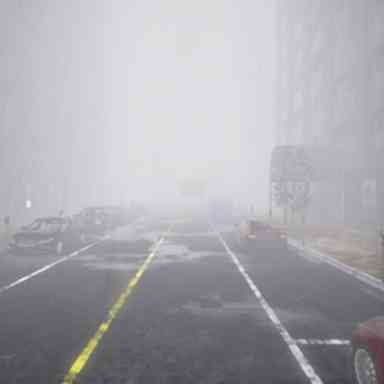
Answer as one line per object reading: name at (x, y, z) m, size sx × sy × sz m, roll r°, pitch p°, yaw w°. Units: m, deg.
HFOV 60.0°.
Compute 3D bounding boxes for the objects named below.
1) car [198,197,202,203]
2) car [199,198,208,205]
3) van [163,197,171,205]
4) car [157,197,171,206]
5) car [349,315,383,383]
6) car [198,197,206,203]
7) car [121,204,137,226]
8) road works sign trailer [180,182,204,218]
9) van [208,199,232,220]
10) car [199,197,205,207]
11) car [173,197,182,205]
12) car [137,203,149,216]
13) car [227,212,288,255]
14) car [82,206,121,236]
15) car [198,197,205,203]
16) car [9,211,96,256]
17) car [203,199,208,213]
car at (2.667, 2.125, 70.538) m, size 2.008 × 1.369 × 4.403 m, roll 0°, pitch 0°, yaw 0°
car at (2.665, 2.164, 76.230) m, size 2.008 × 1.369 × 4.403 m, roll 0°, pitch 0°, yaw 0°
van at (-5.715, 1.955, 76.233) m, size 1.690 × 1.788 × 3.998 m, roll 0°, pitch 0°, yaw 0°
car at (-5.712, 2.083, 64.847) m, size 2.008 × 1.369 × 4.403 m, roll 0°, pitch 0°, yaw 0°
car at (2.689, 1.604, 2.229) m, size 1.802 × 1.307 × 4.206 m, roll 0°, pitch -1°, yaw 0°
car at (2.661, 2.128, 87.616) m, size 1.967 × 1.590 × 4.097 m, roll 0°, pitch 0°, yaw 0°
car at (-5.699, 1.766, 25.000) m, size 2.008 × 1.369 × 4.403 m, roll 0°, pitch 0°, yaw 0°
road works sign trailer at (-0.012, 0.749, 33.719) m, size 2.380 × 3.560 × 2.880 m, roll 0°, pitch 0°, yaw 0°
van at (2.680, 1.602, 30.695) m, size 1.690 × 1.788 × 3.998 m, roll 0°, pitch 0°, yaw 0°
car at (2.670, 2.070, 59.153) m, size 1.802 × 1.307 × 4.206 m, roll 0°, pitch 0°, yaw 0°
car at (-3.024, 1.934, 71.726) m, size 2.097 × 1.767 × 4.553 m, roll 0°, pitch 0°, yaw 0°
car at (-5.703, 1.888, 36.384) m, size 1.802 × 1.307 × 4.206 m, roll 0°, pitch 0°, yaw 0°
car at (2.685, 1.705, 13.616) m, size 1.802 × 1.307 × 4.206 m, roll 0°, pitch 0°, yaw 0°
car at (-5.698, 1.610, 19.309) m, size 1.967 × 1.590 × 4.097 m, roll 0°, pitch 0°, yaw 0°
car at (2.659, 2.165, 93.308) m, size 1.967 × 1.590 × 4.097 m, roll 0°, pitch 0°, yaw 0°
car at (-5.696, 1.674, 13.615) m, size 2.008 × 1.369 × 4.403 m, roll 0°, pitch -1°, yaw 0°
car at (2.676, 1.934, 42.076) m, size 1.802 × 1.307 × 4.206 m, roll 0°, pitch 0°, yaw 0°
